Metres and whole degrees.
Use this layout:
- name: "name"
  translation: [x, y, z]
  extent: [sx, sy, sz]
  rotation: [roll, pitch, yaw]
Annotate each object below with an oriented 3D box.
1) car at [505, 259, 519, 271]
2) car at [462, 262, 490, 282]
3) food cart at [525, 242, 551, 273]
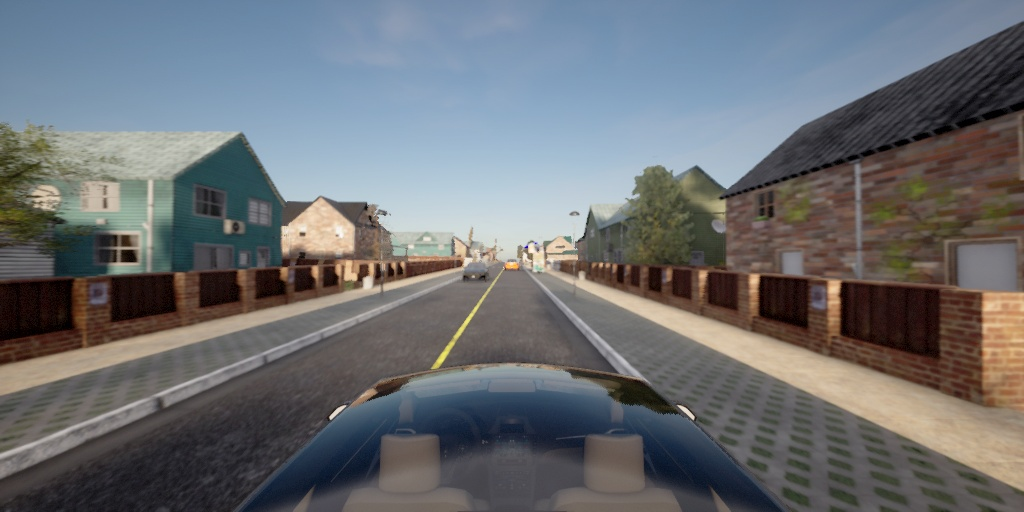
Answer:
- name: "car"
  translation: [0.003, 1.187, 51.713]
  extent: [2.097, 1.767, 4.553]
  rotation: [0, 0, 0]
- name: "car"
  translation: [-2.845, 1.258, 29.069]
  extent: [1.882, 1.535, 5.008]
  rotation: [0, 0, 0]
- name: "food cart"
  translation: [3.008, 0.274, 41.980]
  extent: [2.280, 3.560, 4.660]
  rotation: [0, 0, 0]
